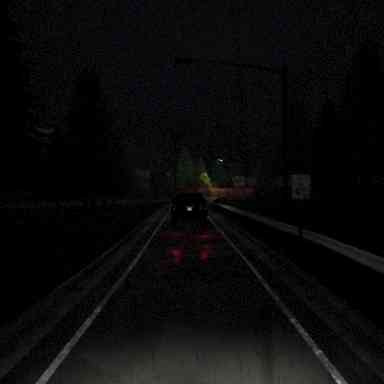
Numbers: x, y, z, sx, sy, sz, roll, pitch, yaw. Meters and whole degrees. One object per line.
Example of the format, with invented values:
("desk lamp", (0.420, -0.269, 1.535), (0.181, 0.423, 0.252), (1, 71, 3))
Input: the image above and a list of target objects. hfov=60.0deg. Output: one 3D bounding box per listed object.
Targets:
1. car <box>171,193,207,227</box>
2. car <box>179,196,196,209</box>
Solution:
("car", (-0.199, 1.066, 21.698), (2.150, 2.045, 5.566), (0, 0, -1))
("car", (-0.504, 1.272, 40.990), (1.994, 1.385, 4.181), (0, 0, 2))
